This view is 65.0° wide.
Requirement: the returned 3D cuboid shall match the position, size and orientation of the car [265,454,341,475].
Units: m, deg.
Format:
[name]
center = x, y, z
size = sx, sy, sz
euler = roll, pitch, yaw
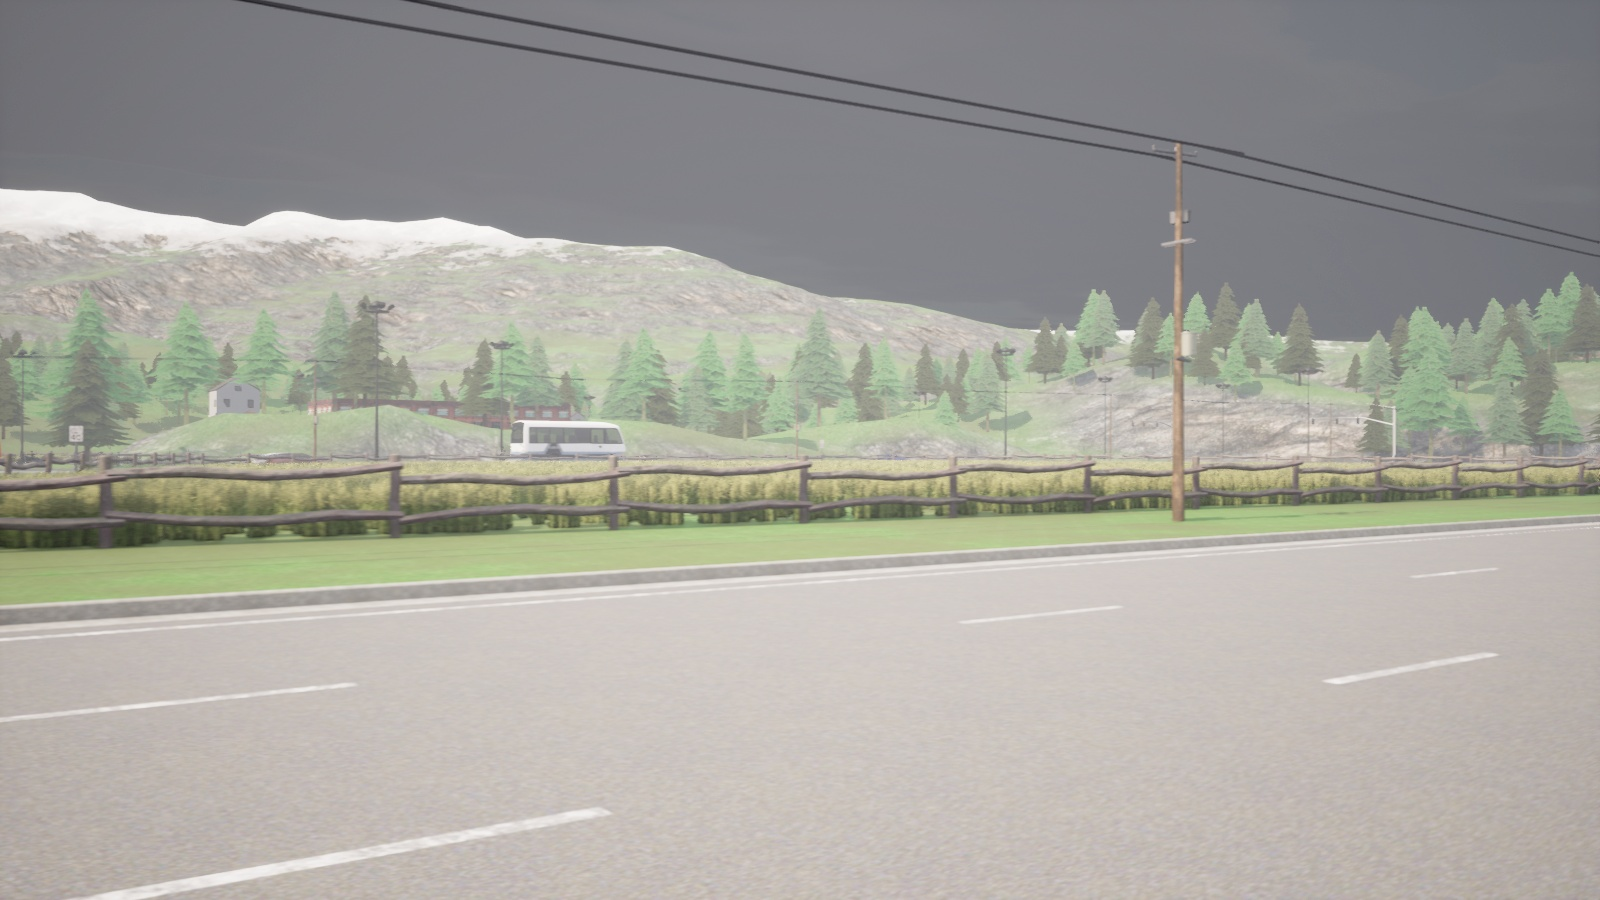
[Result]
[car]
center = -36.233, 1.046, 91.641
size = 4.792, 1.488, 2.163
euler = 0, 0, -35
